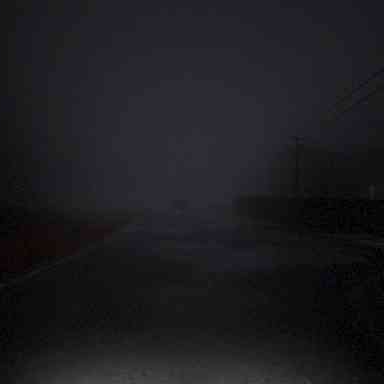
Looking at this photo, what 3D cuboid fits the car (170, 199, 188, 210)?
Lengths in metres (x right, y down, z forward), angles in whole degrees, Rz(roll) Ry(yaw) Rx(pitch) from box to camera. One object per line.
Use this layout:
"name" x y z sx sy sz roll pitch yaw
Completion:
"car" -1.797 1.625 44.676 2.128 1.511 4.902 2 0 -12
